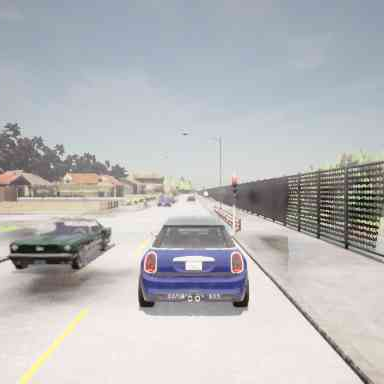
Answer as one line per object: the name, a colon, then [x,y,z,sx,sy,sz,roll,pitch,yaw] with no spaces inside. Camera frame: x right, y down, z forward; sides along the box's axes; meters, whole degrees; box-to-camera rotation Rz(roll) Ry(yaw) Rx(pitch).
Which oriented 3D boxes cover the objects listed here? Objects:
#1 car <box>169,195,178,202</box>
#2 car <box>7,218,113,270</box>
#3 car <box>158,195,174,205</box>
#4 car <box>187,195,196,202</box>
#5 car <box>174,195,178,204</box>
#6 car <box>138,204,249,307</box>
car: [-4.139,1.478,74.338,1.882,1.535,5.008,0,0,0]
car: [-4.121,1.601,11.210,1.895,1.301,4.718,0,0,0]
car: [-4.182,1.526,50.974,1.812,1.442,4.674,0,0,0]
car: [-0.142,1.524,76.319,1.812,1.442,4.674,0,0,0]
car: [-4.173,1.548,63.215,2.033,1.411,5.357,0,0,0]
car: [0.037,1.352,8.119,2.097,1.767,4.553,0,0,0]
